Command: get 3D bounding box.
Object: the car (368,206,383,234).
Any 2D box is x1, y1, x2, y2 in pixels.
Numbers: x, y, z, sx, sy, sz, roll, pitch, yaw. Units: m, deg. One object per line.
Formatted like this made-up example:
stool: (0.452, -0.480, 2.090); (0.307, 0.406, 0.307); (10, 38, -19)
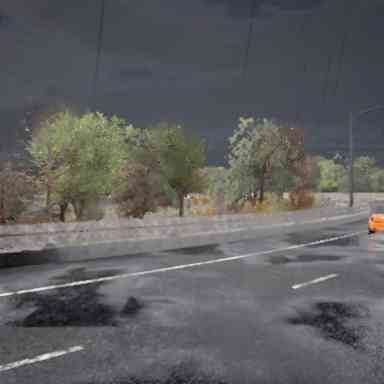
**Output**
car: (12.273, 1.602, 19.977); (2.097, 1.767, 4.553); (0, -1, 43)
